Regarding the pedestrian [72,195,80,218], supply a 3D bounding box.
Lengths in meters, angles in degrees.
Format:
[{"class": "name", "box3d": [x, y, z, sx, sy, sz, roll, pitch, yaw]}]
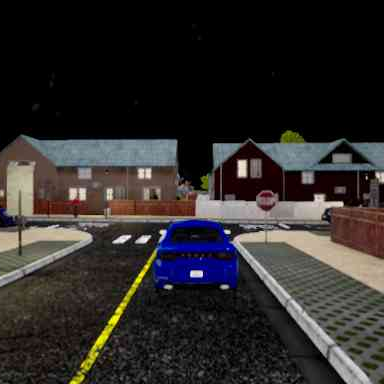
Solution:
[{"class": "pedestrian", "box3d": [-9.385, 1.154, 26.874, 0.375, 1.860, 0.375, 0, -1, 1]}]

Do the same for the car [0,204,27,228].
[{"class": "car", "box3d": [-12.946, 1.316, 21.008, 4.553, 1.767, 2.097, 1, 0, 4]}]

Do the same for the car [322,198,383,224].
[{"class": "car", "box3d": [12.158, 1.439, 23.481, 5.566, 2.045, 2.150, 1, 0, 1]}]

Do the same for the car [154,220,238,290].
[{"class": "car", "box3d": [0.090, 1.512, 9.212, 1.882, 1.535, 5.008, 0, 0, 0]}]
